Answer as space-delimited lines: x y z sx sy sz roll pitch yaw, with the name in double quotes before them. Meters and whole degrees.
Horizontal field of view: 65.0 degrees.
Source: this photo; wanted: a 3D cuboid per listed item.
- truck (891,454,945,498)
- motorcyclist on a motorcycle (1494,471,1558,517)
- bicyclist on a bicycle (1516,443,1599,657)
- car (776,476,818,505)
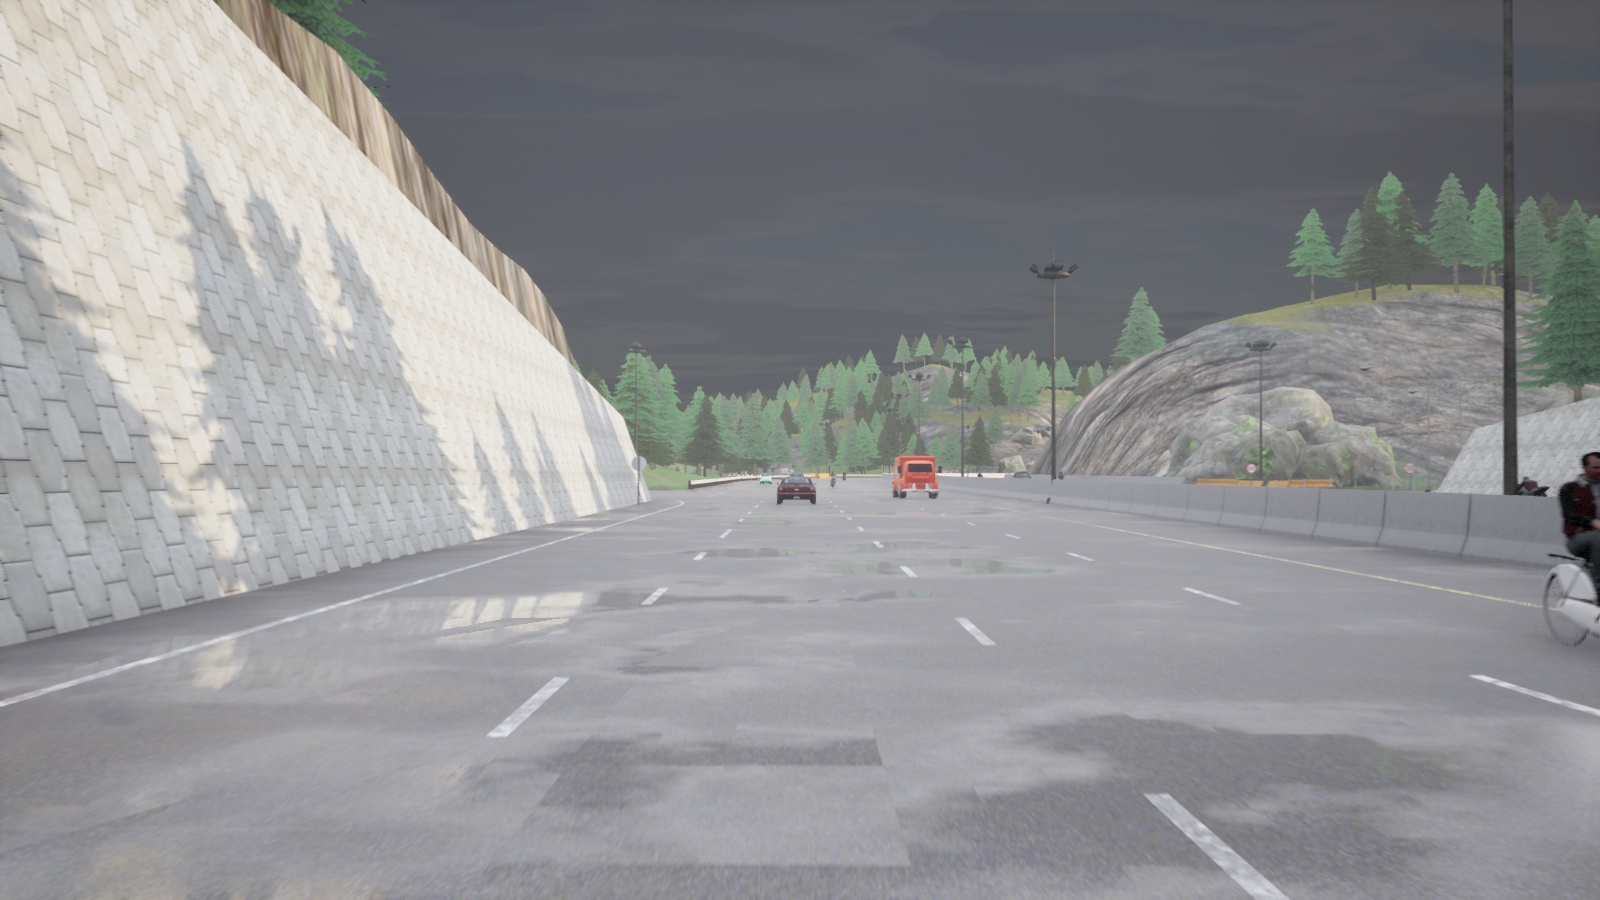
"truck" 6.820 1.533 73.387 2.627 2.467 5.204 0 -1 0
"motorcyclist on a motorcycle" 24.397 1.459 42.249 0.866 1.530 2.191 0 -1 0
"bicyclist on a bicycle" 6.973 0.836 10.707 0.659 1.776 1.843 0 -1 0
"car" -0.144 1.914 59.629 1.895 1.301 4.718 0 -1 0
